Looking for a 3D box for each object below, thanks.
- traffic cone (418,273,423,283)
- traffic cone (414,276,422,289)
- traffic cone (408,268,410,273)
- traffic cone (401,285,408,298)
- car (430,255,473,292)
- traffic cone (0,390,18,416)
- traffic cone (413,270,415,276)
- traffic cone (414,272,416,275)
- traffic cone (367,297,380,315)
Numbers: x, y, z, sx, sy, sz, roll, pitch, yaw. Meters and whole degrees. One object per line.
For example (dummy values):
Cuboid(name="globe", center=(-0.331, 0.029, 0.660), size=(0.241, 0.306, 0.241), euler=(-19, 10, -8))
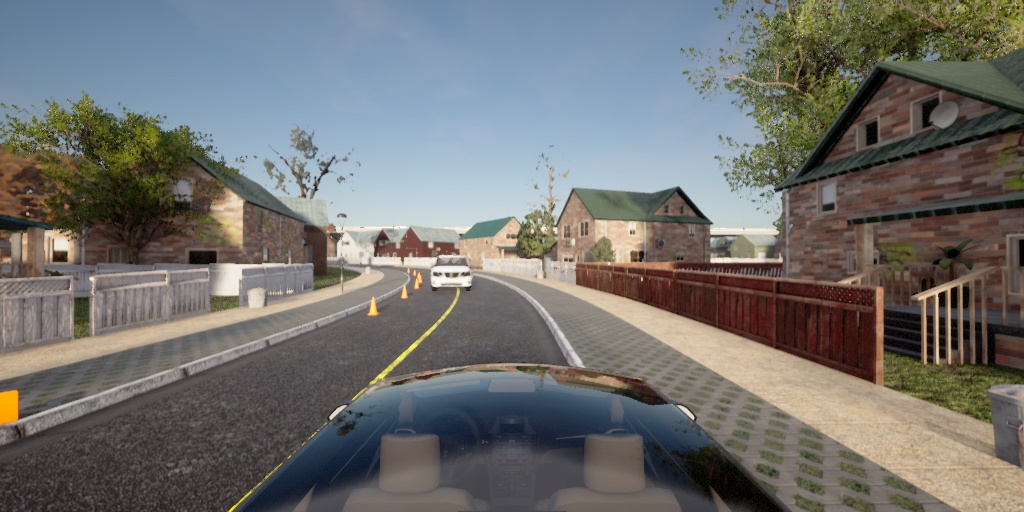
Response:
Cuboid(name="traffic cone", center=(-6.794, 1.669, 26.566), size=(0.340, 0.580, 0.340), euler=(0, 0, -14))
Cuboid(name="traffic cone", center=(-5.796, 1.678, 21.832), size=(0.340, 0.580, 0.340), euler=(0, 0, -10))
Cuboid(name="traffic cone", center=(-11.600, 1.635, 40.243), size=(0.340, 0.580, 0.340), euler=(0, 0, -25))
Cuboid(name="traffic cone", center=(-5.104, 1.687, 17.043), size=(0.340, 0.580, 0.340), euler=(0, 0, -6))
Cuboid(name="car", center=(-3.603, 0.949, 21.402), size=(2.150, 2.045, 5.566), euler=(0, 0, -10))
Cuboid(name="traffic cone", center=(-5.597, 1.378, 3.854), size=(0.340, 0.580, 0.340), euler=(0, 0, 28))
Cuboid(name="traffic cone", center=(-9.703, 1.647, 35.792), size=(0.340, 0.580, 0.340), euler=(0, 0, -21))
Cuboid(name="traffic cone", center=(-8.099, 1.658, 31.226), size=(0.340, 0.580, 0.340), euler=(0, 0, -17))
Cuboid(name="traffic cone", center=(-4.724, 1.694, 12.219), size=(0.340, 0.580, 0.340), euler=(0, 0, -3))
